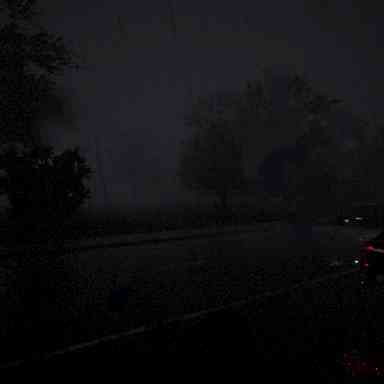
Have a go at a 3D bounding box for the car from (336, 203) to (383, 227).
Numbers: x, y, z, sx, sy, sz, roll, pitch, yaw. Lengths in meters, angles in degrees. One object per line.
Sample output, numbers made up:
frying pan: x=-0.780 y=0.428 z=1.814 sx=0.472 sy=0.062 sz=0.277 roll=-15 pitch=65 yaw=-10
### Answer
car: x=11.239 y=1.502 z=21.626 sx=4.892 sy=1.490 sz=1.837 roll=0 pitch=0 yaw=-39

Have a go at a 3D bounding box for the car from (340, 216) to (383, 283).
car: x=6.127 y=1.490 z=8.442 sx=4.902 sy=1.511 sz=2.128 roll=0 pitch=0 yaw=-37

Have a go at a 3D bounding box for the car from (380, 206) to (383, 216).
car: x=12.226 y=1.559 z=17.930 sx=4.181 sy=1.385 sz=1.994 roll=0 pitch=0 yaw=-39
